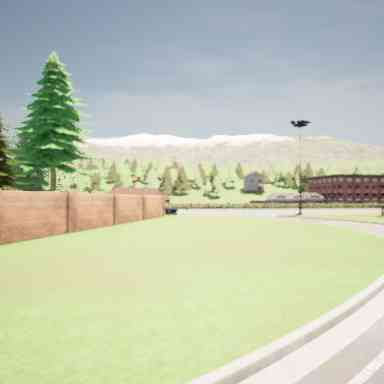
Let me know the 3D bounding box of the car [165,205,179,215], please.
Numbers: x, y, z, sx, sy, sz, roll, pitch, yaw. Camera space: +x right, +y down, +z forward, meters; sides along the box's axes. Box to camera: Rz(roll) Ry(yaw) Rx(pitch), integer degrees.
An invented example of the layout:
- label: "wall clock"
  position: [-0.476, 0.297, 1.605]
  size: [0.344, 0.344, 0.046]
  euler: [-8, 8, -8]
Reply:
- label: "car"
  position: [-4.314, 2.461, 45.481]
  size: [4.718, 1.301, 1.895]
  euler: [0, -1, 10]
